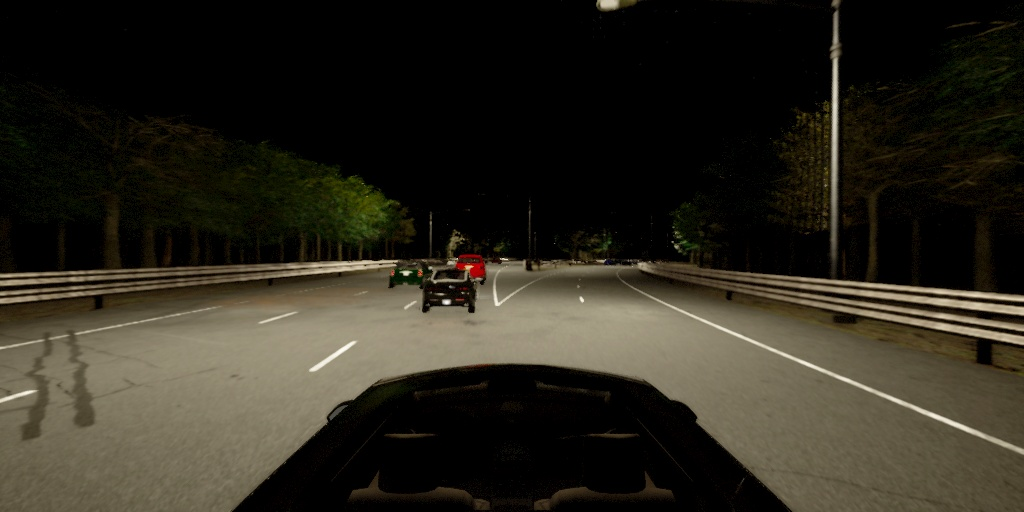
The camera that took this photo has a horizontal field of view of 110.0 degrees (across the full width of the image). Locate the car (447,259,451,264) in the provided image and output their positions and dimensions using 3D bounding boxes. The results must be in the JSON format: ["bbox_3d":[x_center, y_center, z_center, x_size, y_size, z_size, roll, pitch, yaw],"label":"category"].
[{"bbox_3d":[-10.070,1.254,62.437,1.812,1.442,4.674,0,0,3],"label":"car"}]

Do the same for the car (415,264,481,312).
[{"bbox_3d":[-2.299,1.252,14.117,1.837,1.490,4.892,0,0,-4],"label":"car"}]

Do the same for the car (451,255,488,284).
[{"bbox_3d":[-3.058,0.972,27.319,2.150,2.045,5.566,0,0,-2],"label":"car"}]

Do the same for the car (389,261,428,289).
[{"bbox_3d":[-6.234,1.076,22.859,2.097,1.767,4.553,1,0,-3],"label":"car"}]
